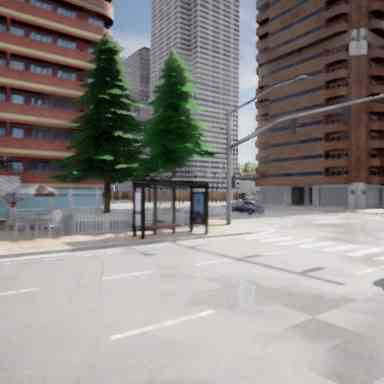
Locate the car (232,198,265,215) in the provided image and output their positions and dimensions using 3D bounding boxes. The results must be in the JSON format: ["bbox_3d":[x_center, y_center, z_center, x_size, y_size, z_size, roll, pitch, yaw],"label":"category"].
[{"bbox_3d":[5.901,1.700,36.622,1.812,1.442,4.674,0,0,-36],"label":"car"}]
